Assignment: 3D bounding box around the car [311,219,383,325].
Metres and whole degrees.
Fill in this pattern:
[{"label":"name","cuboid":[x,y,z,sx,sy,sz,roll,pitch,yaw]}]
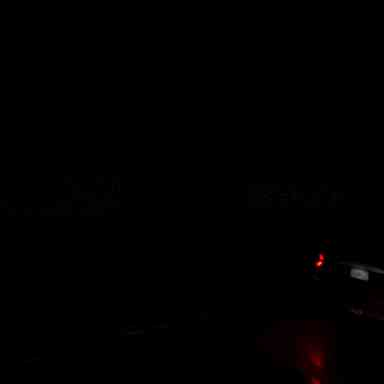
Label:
[{"label":"car","cuboid":[4.423,1.273,6.231,4.553,1.767,2.097,-1,1,-31]}]
